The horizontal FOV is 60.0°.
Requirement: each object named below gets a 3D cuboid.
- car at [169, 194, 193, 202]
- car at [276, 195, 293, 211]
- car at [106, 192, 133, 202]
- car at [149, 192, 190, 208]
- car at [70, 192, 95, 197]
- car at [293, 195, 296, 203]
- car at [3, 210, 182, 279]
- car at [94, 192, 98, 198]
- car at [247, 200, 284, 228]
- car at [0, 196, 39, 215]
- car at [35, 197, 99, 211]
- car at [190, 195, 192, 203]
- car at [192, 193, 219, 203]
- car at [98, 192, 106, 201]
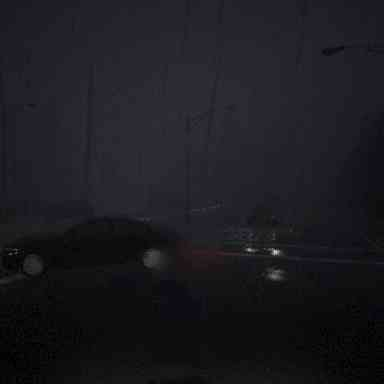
[{"bbox_3d":[-2.229,1.154,68.712,4.514,1.523,2.007,0,0,18],"label":"car"},{"bbox_3d":[10.793,1.421,39.805,1.837,1.490,4.892,0,0,19],"label":"car"},{"bbox_3d":[-13.927,0.950,65.313,4.605,1.855,1.932,0,0,18],"label":"car"},{"bbox_3d":[-3.044,1.012,41.794,4.605,1.855,1.932,0,0,18],"label":"car"},{"bbox_3d":[-18.563,1.171,53.730,4.514,1.523,2.007,0,0,18],"label":"car"},{"bbox_3d":[19.769,1.364,66.568,2.128,1.511,4.902,0,0,19],"label":"car"},{"bbox_3d":[-2.802,1.461,9.938,5.008,1.535,1.882,0,0,-20],"label":"car"},{"bbox_3d":[-21.979,1.200,67.973,3.806,1.475,1.970,0,0,18],"label":"car"},{"bbox_3d":[4.853,1.476,22.101,1.812,1.442,4.674,0,0,19],"label":"car"},{"bbox_3d":[-15.171,1.314,29.404,3.806,1.475,1.970,0,0,18],"label":"car"},{"bbox_3d":[-9.083,1.321,24.219,3.633,1.501,1.845,0,0,18],"label":"car"},{"bbox_3d":[-2.511,0.986,44.680,3.866,1.878,1.905,0,0,18],"label":"car"},{"bbox_3d":[1.556,1.040,56.811,5.027,1.636,2.152,0,0,18],"label":"car"},{"bbox_3d":[-20.342,0.911,70.931,3.866,1.878,1.905,0,0,18],"label":"car"}]
